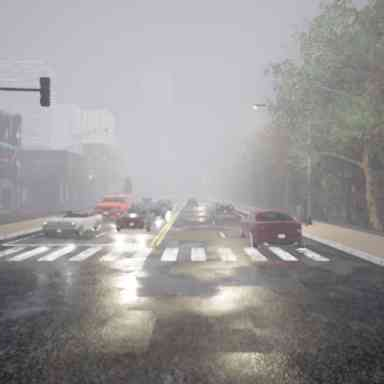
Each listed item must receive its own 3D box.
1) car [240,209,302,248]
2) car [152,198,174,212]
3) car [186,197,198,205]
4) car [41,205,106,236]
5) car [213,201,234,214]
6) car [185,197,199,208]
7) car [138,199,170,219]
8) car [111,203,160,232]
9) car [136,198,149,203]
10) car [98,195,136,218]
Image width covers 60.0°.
[{"bbox_3d":[3.350,1.506,14.905,1.882,1.535,5.008,0,0,0],"label":"car"},{"bbox_3d":[-3.251,1.566,40.200,2.128,1.511,4.902,0,0,0],"label":"car"},{"bbox_3d":[-0.001,1.673,60.308,1.994,1.385,4.181,0,0,0],"label":"car"},{"bbox_3d":[-6.606,1.637,18.787,1.895,1.301,4.718,0,0,1],"label":"car"},{"bbox_3d":[3.351,1.668,36.106,1.895,1.301,4.718,0,0,0],"label":"car"},{"bbox_3d":[-0.002,1.618,50.304,1.812,1.442,4.674,0,0,0],"label":"car"},{"bbox_3d":[-3.326,1.620,29.950,1.994,1.385,4.181,0,0,0],"label":"car"},{"bbox_3d":[-3.342,1.603,20.431,1.994,1.385,4.181,0,0,0],"label":"car"},{"bbox_3d":[-6.510,1.672,38.135,1.895,1.301,4.718,0,0,0],"label":"car"},{"bbox_3d":[-6.581,1.275,28.331,2.150,2.045,5.566,0,0,0],"label":"car"}]
